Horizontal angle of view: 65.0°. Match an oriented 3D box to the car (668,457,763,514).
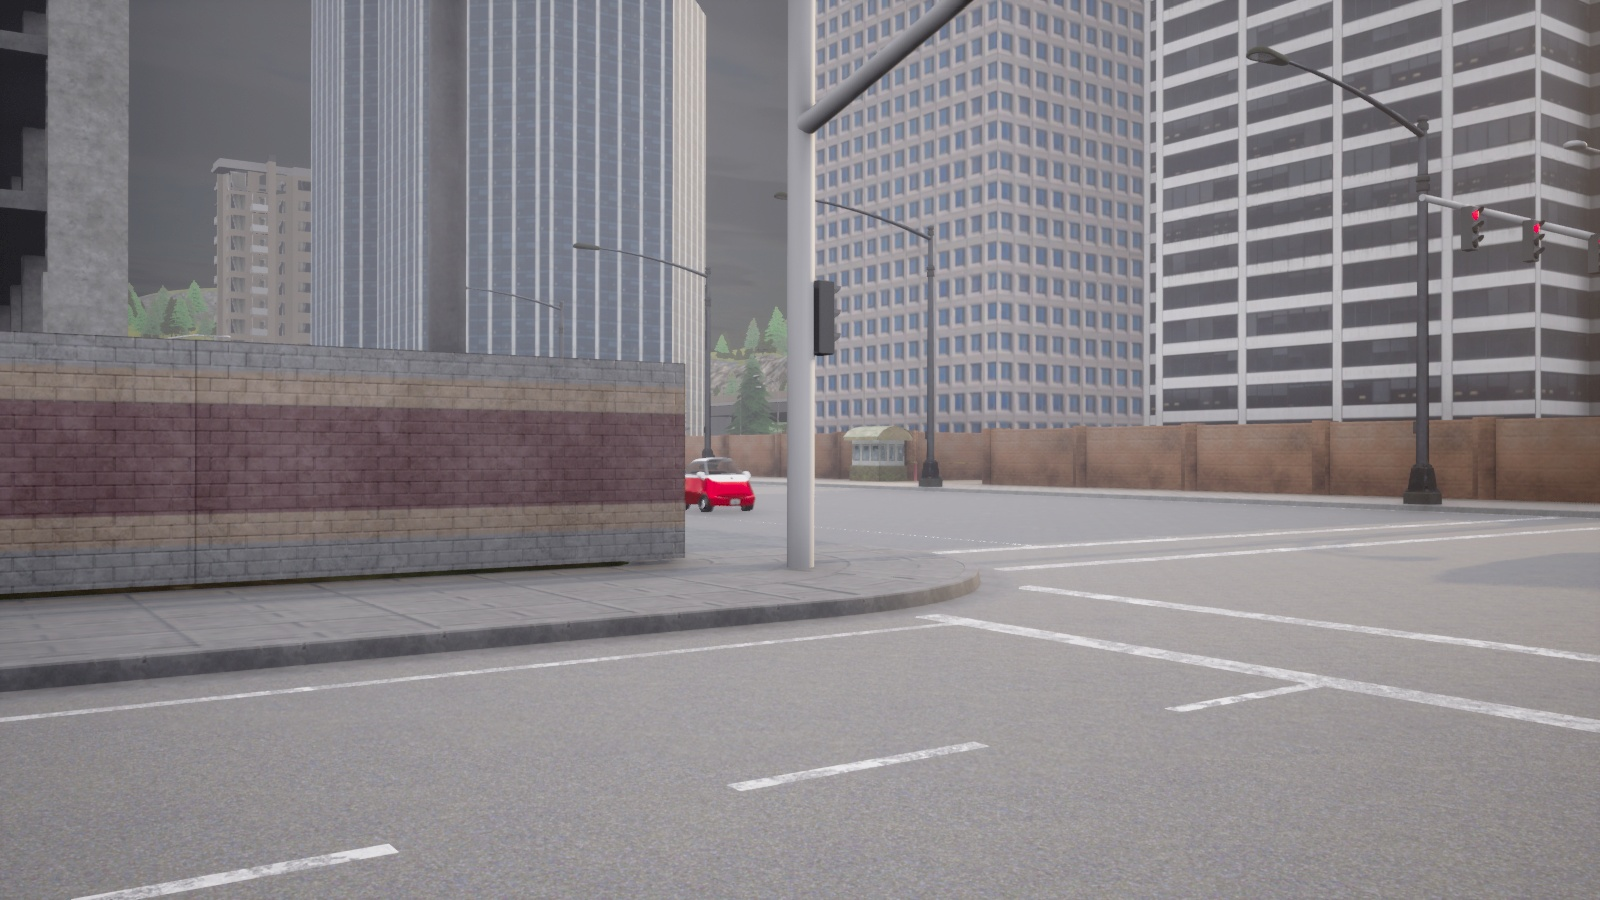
[{"bbox_3d":[-2.177,0.883,32.055,1.481,1.376,2.207,0,-1,-35],"label":"car"}]
